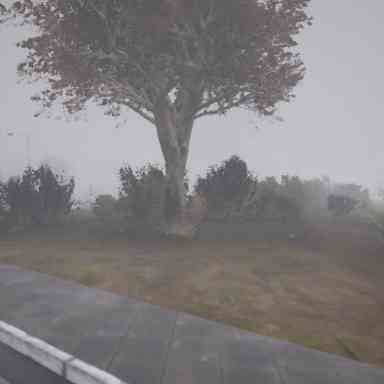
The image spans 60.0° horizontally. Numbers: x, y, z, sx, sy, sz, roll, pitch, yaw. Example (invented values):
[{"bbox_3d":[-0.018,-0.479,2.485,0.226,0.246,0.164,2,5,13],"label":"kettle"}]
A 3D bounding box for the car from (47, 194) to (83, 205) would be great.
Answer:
[{"bbox_3d":[-19.663,1.106,51.611,1.882,1.535,5.008,1,0,34],"label":"car"}]

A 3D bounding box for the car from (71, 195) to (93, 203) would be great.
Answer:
[{"bbox_3d":[-16.640,1.186,49.844,1.812,1.442,4.674,1,0,34],"label":"car"}]
